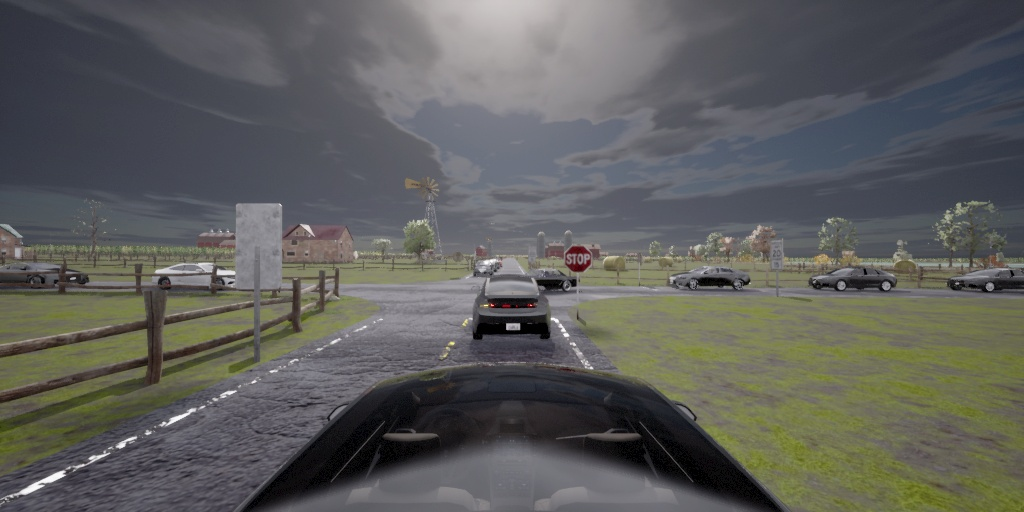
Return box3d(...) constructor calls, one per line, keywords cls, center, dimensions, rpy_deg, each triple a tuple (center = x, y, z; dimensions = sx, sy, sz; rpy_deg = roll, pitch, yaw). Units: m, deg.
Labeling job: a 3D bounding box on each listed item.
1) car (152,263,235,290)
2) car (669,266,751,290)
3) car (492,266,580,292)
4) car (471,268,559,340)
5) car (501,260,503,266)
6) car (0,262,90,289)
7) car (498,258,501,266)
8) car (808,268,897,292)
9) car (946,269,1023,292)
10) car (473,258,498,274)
box3d(cls="car", center=(-17.244, 1.104, 19.994), dimensions=(4.674, 1.442, 1.812), rpy_deg=(1, -1, -1))
box3d(cls="car", center=(12.797, 1.396, 23.313), dimensions=(4.902, 1.511, 2.128), rpy_deg=(1, -1, -2))
box3d(cls="car", center=(1.499, 1.369, 20.084), dimensions=(4.718, 1.301, 1.895), rpy_deg=(1, 0, -35))
box3d(cls="car", center=(-0.074, 1.256, 10.038), dimensions=(1.837, 1.490, 4.892), rpy_deg=(0, 0, -2))
box3d(cls="car", center=(-2.823, 1.240, 55.712), dimensions=(2.128, 1.511, 4.902), rpy_deg=(0, 0, 0))
box3d(cls="car", center=(-26.364, 1.048, 19.872), dimensions=(4.181, 1.385, 1.994), rpy_deg=(1, -1, -1))
box3d(cls="car", center=(-2.854, 1.241, 46.170), dimensions=(2.128, 1.511, 4.902), rpy_deg=(0, 0, 0))
box3d(cls="car", center=(22.199, 1.499, 23.485), dimensions=(4.892, 1.490, 1.837), rpy_deg=(1, -1, -1))
box3d(cls="car", center=(31.702, 1.586, 23.606), dimensions=(4.892, 1.490, 1.837), rpy_deg=(1, -1, -1))
box3d(cls="car", center=(-2.861, 1.243, 36.725), dimensions=(2.128, 1.511, 4.902), rpy_deg=(0, 0, 0))
